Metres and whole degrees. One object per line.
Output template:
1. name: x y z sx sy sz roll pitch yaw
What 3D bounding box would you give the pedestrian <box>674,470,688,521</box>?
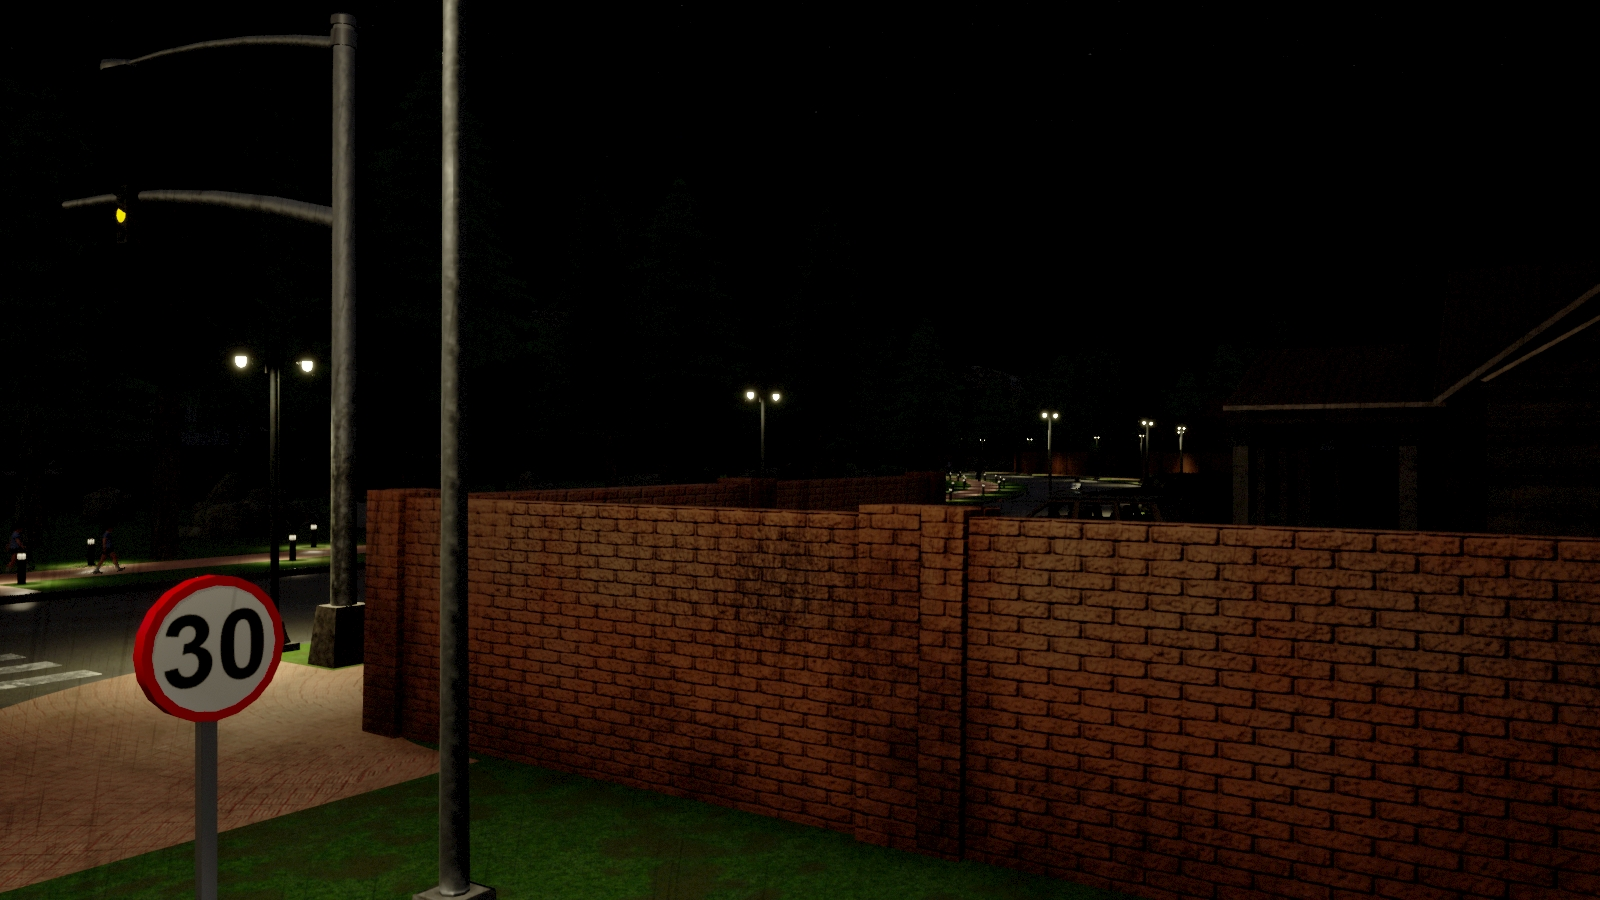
1. pedestrian: -4.391 1.662 42.144 0.375 1.860 0.375 0 0 33

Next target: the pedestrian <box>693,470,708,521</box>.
1. pedestrian: -3.643 1.665 41.780 0.375 1.860 0.375 0 0 -39

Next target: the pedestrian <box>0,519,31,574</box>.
1. pedestrian: -16.649 2.044 24.241 0.500 1.100 0.500 0 0 -41

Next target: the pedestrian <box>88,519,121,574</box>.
1. pedestrian: -14.801 2.044 24.327 0.500 1.100 0.500 0 0 -44
